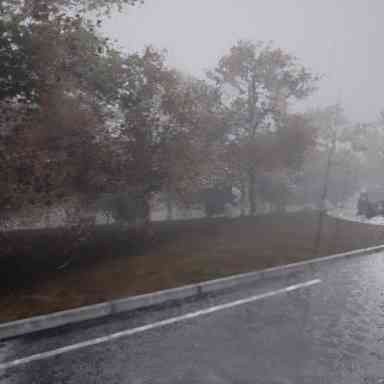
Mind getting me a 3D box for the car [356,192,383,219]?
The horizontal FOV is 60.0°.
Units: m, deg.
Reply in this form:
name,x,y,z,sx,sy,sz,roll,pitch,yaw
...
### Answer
name,x,y,z,sx,sy,sz,roll,pitch,yaw
car,14.989,1.045,27.041,2.150,2.045,5.566,-1,0,15
